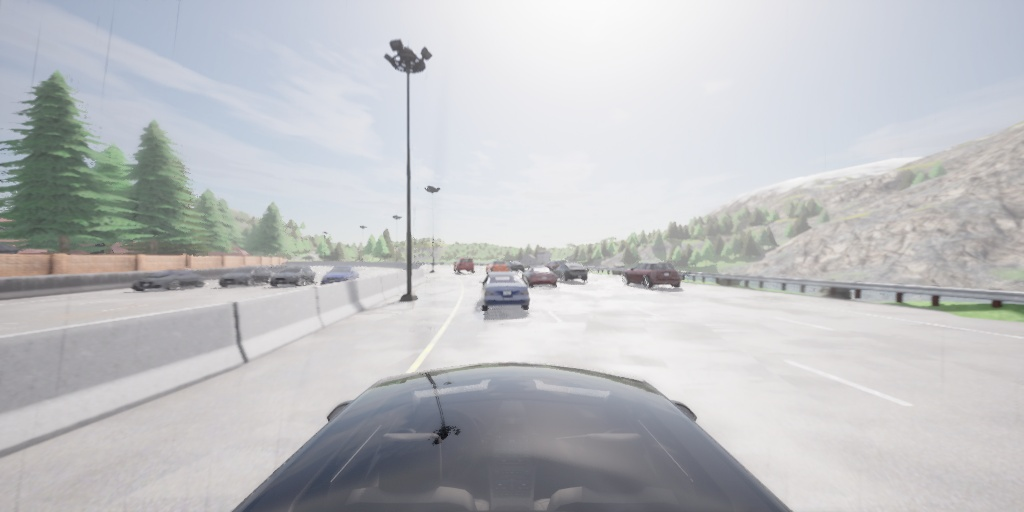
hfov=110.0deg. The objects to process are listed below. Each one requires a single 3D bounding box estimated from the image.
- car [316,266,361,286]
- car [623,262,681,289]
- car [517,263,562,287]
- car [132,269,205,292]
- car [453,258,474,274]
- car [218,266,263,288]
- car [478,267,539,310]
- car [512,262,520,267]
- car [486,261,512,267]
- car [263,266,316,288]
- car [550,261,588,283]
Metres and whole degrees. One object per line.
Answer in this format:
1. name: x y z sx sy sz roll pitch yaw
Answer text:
1. car: -12.764 1.513 27.045 1.812 1.442 4.674 0 0 -10
2. car: 9.141 1.166 23.902 2.097 1.767 4.553 0 0 -7
3. car: 1.857 1.441 25.688 1.994 1.385 4.181 0 0 -8
4. car: -22.926 1.606 24.126 1.994 1.385 4.181 0 0 -9
5. car: -6.543 1.291 48.473 2.150 2.045 5.566 0 0 -17
6. car: -19.853 1.542 27.025 1.837 1.490 4.892 0 0 -10
7. car: -0.404 1.379 15.203 2.033 1.411 5.357 0 0 -5
8. car: 0.222 1.535 49.893 1.837 1.490 4.892 1 0 -17
9. car: -1.942 1.365 44.509 2.097 1.767 4.553 0 0 -15
10. car: -16.310 1.519 27.013 1.837 1.490 4.892 0 -1 -10
11. car: 4.800 1.388 30.138 1.837 1.490 4.892 1 0 -10
